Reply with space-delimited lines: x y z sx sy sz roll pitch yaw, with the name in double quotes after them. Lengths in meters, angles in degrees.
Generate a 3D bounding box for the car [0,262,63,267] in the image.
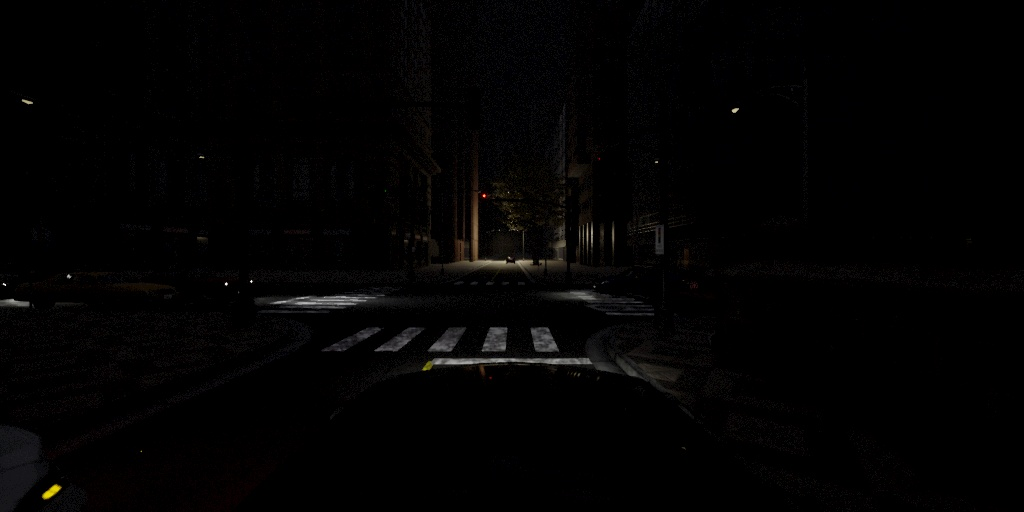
-23.858 1.076 15.773 5.357 1.411 2.033 1 0 0 "car"

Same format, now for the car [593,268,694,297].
6.569 1.319 18.598 4.674 1.442 1.812 0 0 -5 "car"

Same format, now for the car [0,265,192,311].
-14.975 1.146 13.089 4.829 1.417 1.751 0 0 0 "car"

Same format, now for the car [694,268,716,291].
11.860 1.381 21.550 4.403 1.370 2.007 0 0 0 "car"

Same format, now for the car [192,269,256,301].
-14.115 1.231 15.748 4.718 1.301 1.895 1 0 0 "car"

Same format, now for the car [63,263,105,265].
-26.375 1.065 21.643 4.313 1.339 1.948 0 0 0 "car"
